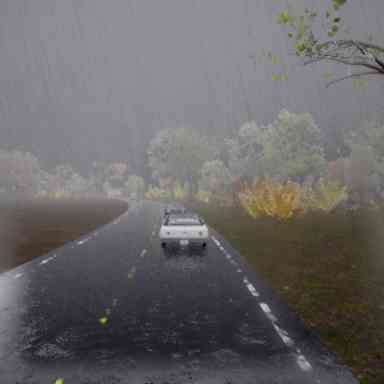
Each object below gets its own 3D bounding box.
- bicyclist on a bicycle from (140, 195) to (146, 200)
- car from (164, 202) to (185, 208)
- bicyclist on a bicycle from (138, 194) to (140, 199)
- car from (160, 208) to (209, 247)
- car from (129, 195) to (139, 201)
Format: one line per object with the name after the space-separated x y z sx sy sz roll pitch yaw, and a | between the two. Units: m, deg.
-12.013 1.278 84.875 0.866 1.612 1.509 -1 0 -17 | bicyclist on a bicycle
-1.580 1.583 29.818 1.895 1.301 4.718 0 0 -6 | car
-14.813 1.286 93.508 0.582 1.620 1.656 0 0 -19 | bicyclist on a bicycle
-0.396 1.601 14.788 1.895 1.301 4.718 0 0 -3 | car
-13.029 1.381 74.655 1.994 1.385 4.181 0 0 -15 | car
